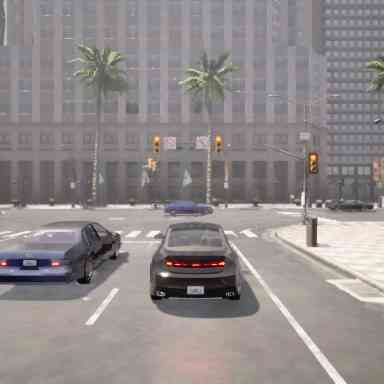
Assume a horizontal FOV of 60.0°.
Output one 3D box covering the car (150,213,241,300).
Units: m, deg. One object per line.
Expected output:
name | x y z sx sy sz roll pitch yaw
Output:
car | 0.075 1.505 8.359 1.837 1.490 4.892 0 0 0

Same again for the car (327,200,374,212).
car | 18.217 1.601 38.437 4.718 1.301 1.895 0 0 0

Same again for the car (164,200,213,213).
car | -0.339 1.526 31.295 4.674 1.442 1.812 0 0 0

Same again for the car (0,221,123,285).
car | -3.422 1.547 9.553 2.033 1.411 5.357 0 0 0

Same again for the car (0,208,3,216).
car | -18.347 1.525 27.805 4.674 1.442 1.812 0 0 0
